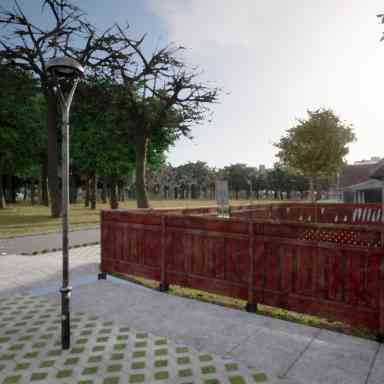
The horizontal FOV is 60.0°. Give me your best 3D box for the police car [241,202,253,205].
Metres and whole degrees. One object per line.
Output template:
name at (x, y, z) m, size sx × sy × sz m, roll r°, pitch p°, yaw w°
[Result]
police car at (6.588, 2.044, 40.628) m, size 2.038 × 1.542 × 4.974 m, roll -2°, pitch -2°, yaw 34°
